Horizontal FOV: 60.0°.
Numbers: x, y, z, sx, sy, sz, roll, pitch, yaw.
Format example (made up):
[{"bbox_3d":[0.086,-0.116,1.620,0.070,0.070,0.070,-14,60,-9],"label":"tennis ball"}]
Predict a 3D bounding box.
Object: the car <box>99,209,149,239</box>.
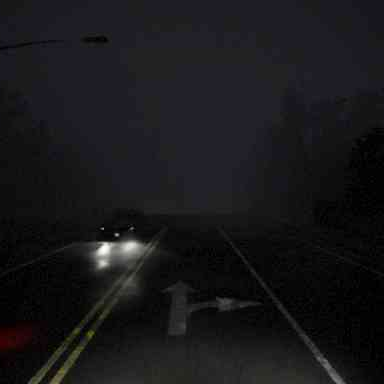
[{"bbox_3d":[-3.497,1.624,18.142,2.033,1.411,5.357,0,0,0],"label":"car"}]
